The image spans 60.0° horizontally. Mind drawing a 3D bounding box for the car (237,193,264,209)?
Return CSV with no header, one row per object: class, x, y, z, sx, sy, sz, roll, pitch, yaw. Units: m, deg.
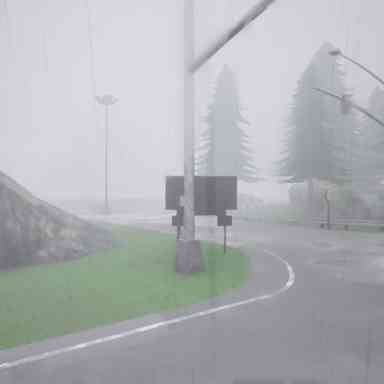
car,7.534,1.225,46.262,5.566,2.045,2.150,0,1,-34
